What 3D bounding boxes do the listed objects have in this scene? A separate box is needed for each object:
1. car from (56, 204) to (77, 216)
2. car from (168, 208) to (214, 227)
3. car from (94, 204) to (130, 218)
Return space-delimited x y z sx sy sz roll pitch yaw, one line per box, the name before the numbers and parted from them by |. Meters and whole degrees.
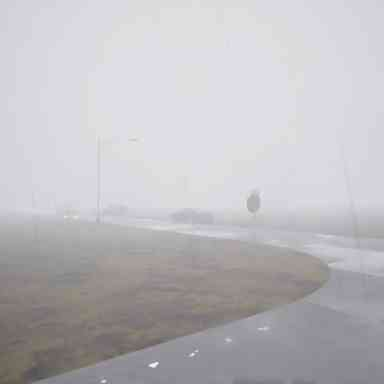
car | -18.827 2.590 49.893 2.097 1.767 4.553 1 -2 -36
car | -0.195 2.101 28.735 1.882 1.535 5.008 2 -3 -36
car | -10.499 2.413 43.552 4.553 1.767 2.097 2 -1 -42
